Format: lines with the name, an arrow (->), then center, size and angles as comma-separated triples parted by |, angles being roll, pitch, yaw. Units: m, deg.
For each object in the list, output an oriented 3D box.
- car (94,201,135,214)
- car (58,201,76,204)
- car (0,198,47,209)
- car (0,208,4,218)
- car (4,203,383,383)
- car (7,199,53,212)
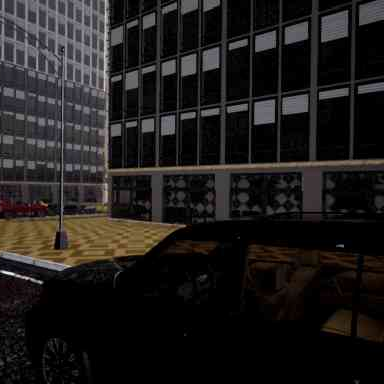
car -> -9.301, 1.829, 40.239 | 1.752, 1.417, 4.829 | 1, 0, 37
car -> -15.765, 1.785, 41.232 | 1.895, 1.301, 4.718 | 1, 0, 37
car -> -16.126, 1.518, 31.048 | 2.192, 1.841, 5.009 | 1, 0, 37
car -> -7.283, 1.347, 8.905 | 4.553, 1.767, 2.097 | 0, 0, 36
car -> 0.699, 1.221, 3.184 | 5.566, 2.045, 2.150 | 0, 0, 36
car -> -19.596, 1.642, 40.433 | 1.752, 1.417, 4.829 | 1, 0, 37
